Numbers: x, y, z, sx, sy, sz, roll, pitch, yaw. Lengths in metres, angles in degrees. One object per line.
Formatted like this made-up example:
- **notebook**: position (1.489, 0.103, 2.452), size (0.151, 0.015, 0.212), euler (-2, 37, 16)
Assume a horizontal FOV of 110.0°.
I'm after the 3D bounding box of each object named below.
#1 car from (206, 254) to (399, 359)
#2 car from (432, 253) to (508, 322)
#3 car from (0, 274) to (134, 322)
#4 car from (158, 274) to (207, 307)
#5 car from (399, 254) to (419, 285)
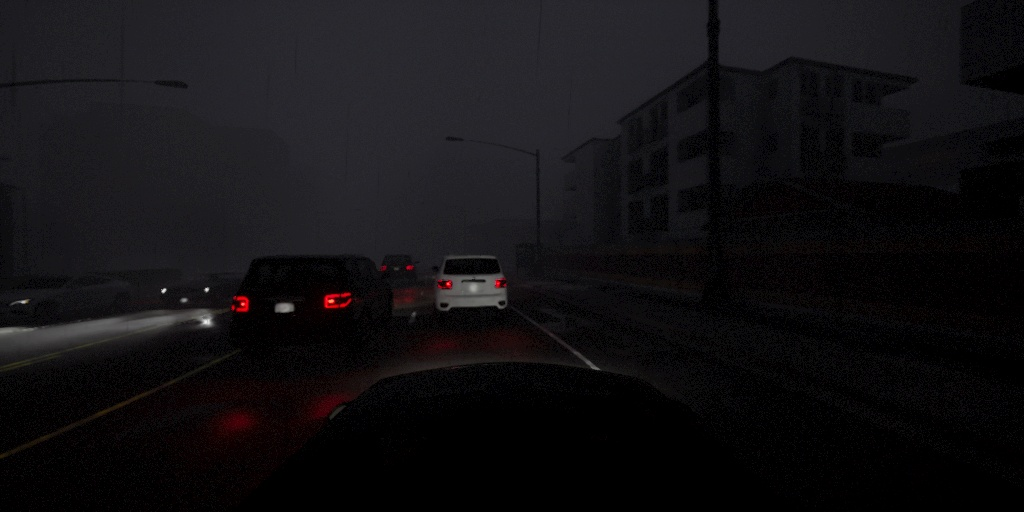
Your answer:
- **car**: position (-4.346, 0.973, 8.755), size (2.150, 2.045, 5.566), euler (-1, 0, -10)
- **car**: position (-1.546, 0.921, 12.463), size (2.150, 2.045, 5.566), euler (-1, 0, -11)
- **car**: position (-16.046, 1.380, 12.770), size (1.812, 1.442, 4.674), euler (-1, 0, -12)
- **car**: position (-13.171, 1.403, 16.089), size (1.895, 1.301, 4.718), euler (-1, 0, -12)
- **car**: position (-7.694, 0.908, 24.762), size (2.150, 2.045, 5.566), euler (-1, 0, -12)
